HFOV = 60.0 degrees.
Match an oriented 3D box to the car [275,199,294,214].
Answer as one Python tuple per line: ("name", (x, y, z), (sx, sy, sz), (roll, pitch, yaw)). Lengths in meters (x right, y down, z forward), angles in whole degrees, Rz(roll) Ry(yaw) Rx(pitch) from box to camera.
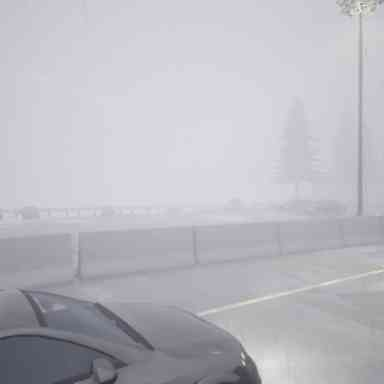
("car", (10.847, 1.438, 34.299), (4.892, 1.490, 1.837), (0, 0, -25))

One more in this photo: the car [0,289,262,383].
("car", (-1.401, 1.556, 2.637), (4.181, 1.385, 1.994), (0, 0, -35))

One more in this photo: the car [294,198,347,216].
("car", (12.281, 1.447, 31.109), (4.892, 1.490, 1.837), (0, 0, -25))
